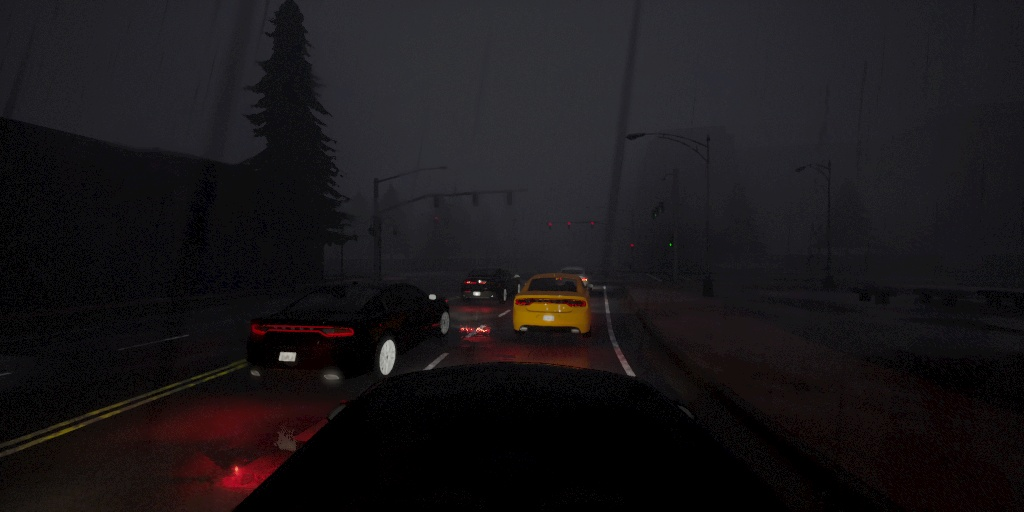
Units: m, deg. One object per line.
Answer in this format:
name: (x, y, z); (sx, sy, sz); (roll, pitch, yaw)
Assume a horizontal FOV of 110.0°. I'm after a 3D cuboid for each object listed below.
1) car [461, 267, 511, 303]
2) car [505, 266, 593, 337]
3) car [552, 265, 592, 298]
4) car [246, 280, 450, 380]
car: (-0.859, 1.255, 16.672); (1.837, 1.490, 4.892); (0, 0, 13)
car: (1.301, 1.228, 10.398); (1.882, 1.535, 5.008); (0, 0, 11)
car: (3.370, 1.274, 19.428); (1.812, 1.442, 4.674); (0, 0, 14)
car: (-2.764, 1.228, 7.368); (1.882, 1.535, 5.008); (0, 0, 7)
